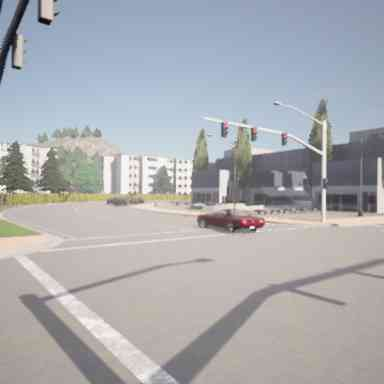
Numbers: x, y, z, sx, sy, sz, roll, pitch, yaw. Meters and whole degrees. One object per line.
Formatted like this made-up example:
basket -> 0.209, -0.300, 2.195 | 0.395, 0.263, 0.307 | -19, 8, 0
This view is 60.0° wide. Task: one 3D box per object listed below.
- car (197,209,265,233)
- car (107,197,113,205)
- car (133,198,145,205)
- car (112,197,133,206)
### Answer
car -> 2.228, 1.716, 20.705 | 1.895, 1.301, 4.718 | 1, 0, -32
car -> -15.242, 1.742, 65.699 | 1.812, 1.442, 4.674 | 0, 0, 10
car -> -11.152, 1.818, 68.004 | 1.994, 1.385, 4.181 | 0, 0, 17
car -> -12.080, 1.705, 58.013 | 1.837, 1.490, 4.892 | 0, 0, -1
